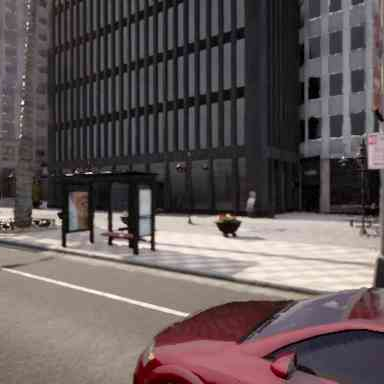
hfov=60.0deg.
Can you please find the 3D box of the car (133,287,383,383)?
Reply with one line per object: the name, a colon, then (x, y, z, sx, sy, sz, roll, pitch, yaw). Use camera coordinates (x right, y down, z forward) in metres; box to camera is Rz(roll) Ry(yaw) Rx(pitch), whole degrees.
car: (1.470, 1.558, 2.716, 4.181, 1.385, 1.994, 0, 0, 37)
